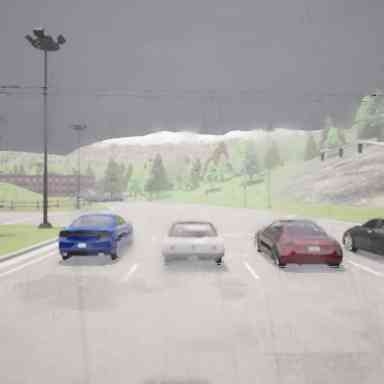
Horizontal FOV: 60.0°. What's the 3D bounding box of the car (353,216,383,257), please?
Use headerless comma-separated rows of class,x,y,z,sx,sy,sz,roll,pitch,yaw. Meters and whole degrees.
car,7.014,1.572,11.452,1.837,1.490,4.892,0,0,-1

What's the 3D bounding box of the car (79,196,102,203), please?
car,-25.542,1.990,83.122,4.892,1.490,1.837,0,0,35

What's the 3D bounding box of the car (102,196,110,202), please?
car,-24.269,2.062,86.478,4.181,1.385,1.994,0,0,32

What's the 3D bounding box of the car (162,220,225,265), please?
car,0.013,1.672,11.966,1.895,1.301,4.718,0,0,-1

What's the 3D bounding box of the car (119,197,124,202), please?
car,-21.183,2.047,92.823,4.892,1.490,1.837,0,0,32

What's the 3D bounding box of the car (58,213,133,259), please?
car,-3.513,1.555,12.958,1.882,1.535,5.008,0,0,-1

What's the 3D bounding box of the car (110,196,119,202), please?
car,-22.636,1.883,89.598,4.553,1.767,2.097,0,0,32

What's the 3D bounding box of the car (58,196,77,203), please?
car,-30.065,1.983,81.876,4.892,1.490,1.837,0,0,28

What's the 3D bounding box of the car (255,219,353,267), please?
car,3.510,1.633,11.624,1.994,1.385,4.181,0,0,-1
